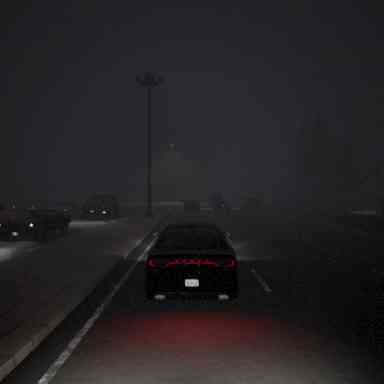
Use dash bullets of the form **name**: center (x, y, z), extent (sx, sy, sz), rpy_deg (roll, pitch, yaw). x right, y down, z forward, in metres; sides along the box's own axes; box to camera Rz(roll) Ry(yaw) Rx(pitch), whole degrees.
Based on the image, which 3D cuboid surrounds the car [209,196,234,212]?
- **car**: center (3.484, 1.564, 39.467), extent (1.994, 1.385, 4.181), rpy_deg (0, 0, 0)

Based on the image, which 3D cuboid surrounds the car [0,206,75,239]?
- **car**: center (-8.055, 1.601, 17.365), extent (1.895, 1.301, 4.718), rpy_deg (0, 0, 0)

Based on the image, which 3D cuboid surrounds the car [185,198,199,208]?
- **car**: center (-0.021, 1.601, 49.500), extent (1.895, 1.301, 4.718), rpy_deg (0, 0, 0)

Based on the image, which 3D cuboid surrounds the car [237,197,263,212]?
- **car**: center (6.984, 1.352, 39.439), extent (2.097, 1.767, 4.553), rpy_deg (0, 0, 0)

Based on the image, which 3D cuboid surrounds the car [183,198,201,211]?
- **car**: center (-0.016, 1.492, 39.049), extent (2.128, 1.511, 4.902), rpy_deg (0, 0, 0)

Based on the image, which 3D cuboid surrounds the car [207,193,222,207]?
- **car**: center (3.479, 1.221, 49.501), extent (2.150, 2.045, 5.566), rpy_deg (0, 0, 0)

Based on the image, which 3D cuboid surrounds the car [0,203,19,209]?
- **car**: center (-11.550, 1.351, 17.605), extent (2.097, 1.767, 4.553), rpy_deg (0, 0, 0)

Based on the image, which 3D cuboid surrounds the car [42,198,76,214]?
- **car**: center (-11.515, 1.525, 30.344), extent (1.812, 1.442, 4.674), rpy_deg (0, 0, 0)

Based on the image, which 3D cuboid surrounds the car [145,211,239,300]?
- **car**: center (-0.004, 1.478, 8.439), extent (1.882, 1.535, 5.008), rpy_deg (0, 0, 0)

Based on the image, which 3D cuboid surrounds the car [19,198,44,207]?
- **car**: center (-15.015, 1.351, 31.371), extent (2.097, 1.767, 4.553), rpy_deg (0, 0, 0)

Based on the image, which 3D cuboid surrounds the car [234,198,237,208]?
- **car**: center (6.979, 1.547, 49.473), extent (2.033, 1.411, 5.357), rpy_deg (0, 0, 0)

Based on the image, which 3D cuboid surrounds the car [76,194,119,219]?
- **car**: center (-8.018, 1.223, 29.426), extent (2.150, 2.045, 5.566), rpy_deg (0, 0, 0)
